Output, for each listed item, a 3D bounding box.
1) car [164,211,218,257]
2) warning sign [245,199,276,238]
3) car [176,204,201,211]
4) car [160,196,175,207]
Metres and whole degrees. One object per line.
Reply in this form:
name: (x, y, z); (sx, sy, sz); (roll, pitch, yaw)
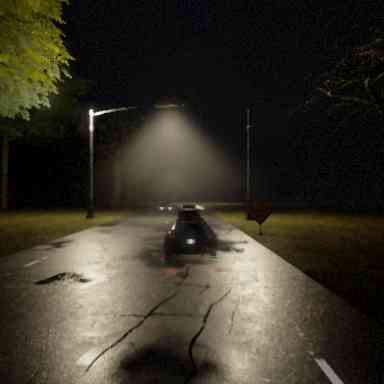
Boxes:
car: (-0.054, 1.710, 13.565); (1.994, 1.385, 4.181); (0, -1, 0)
warning sign: (3.423, 1.296, 16.722); (1.300, 1.860, 1.060); (-2, -2, -1)
car: (-0.286, 1.809, 28.555); (1.837, 1.490, 4.892); (0, 0, -1)
car: (-5.039, 1.894, 64.911); (2.150, 2.045, 5.566); (0, 0, -2)
